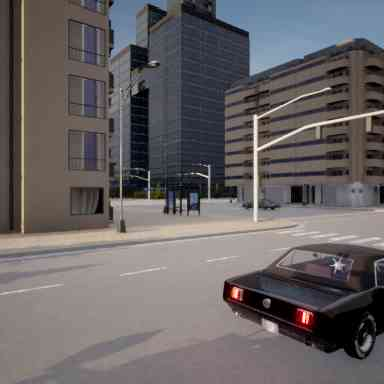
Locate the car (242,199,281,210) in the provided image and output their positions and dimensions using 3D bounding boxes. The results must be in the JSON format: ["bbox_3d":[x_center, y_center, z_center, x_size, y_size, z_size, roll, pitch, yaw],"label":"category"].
[{"bbox_3d":[8.978,1.603,43.421,2.033,1.411,5.357,0,0,-38],"label":"car"}]

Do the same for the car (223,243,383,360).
[{"bbox_3d":[2.892,1.601,5.985,4.718,1.301,1.895,0,0,-36],"label":"car"}]
